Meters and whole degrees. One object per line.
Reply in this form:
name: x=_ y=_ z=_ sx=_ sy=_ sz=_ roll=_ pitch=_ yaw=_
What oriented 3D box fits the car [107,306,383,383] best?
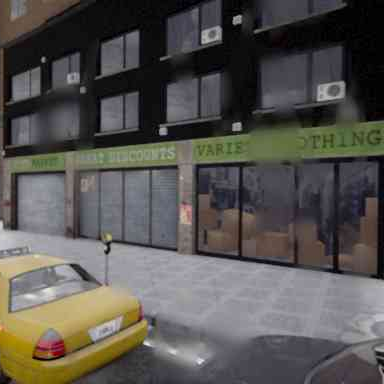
car: x=1.826 y=1.551 z=1.786 sx=4.403 sy=1.369 sz=2.008 roll=0 pitch=1 yaw=36

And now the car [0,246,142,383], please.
car: x=-2.857 y=1.526 z=5.133 sx=4.829 sy=1.417 sz=1.752 roll=0 pitch=1 yaw=36
